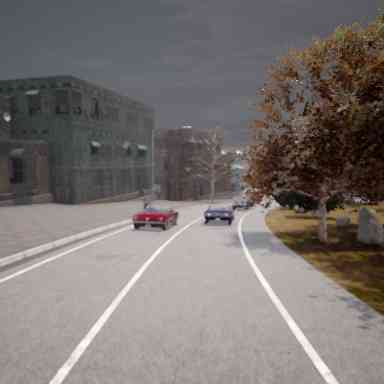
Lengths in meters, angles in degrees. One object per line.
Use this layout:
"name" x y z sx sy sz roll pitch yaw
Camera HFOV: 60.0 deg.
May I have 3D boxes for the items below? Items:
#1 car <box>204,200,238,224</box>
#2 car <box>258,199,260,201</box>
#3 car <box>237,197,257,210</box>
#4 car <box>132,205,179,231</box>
"car" 2.088 1.516 24.132 1.895 1.301 4.718 1 0 10
"car" 10.869 1.353 60.248 1.882 1.535 5.008 3 1 28
"car" 6.400 1.442 41.298 2.033 1.411 5.357 2 0 19
"car" -2.064 1.489 19.953 1.895 1.301 4.718 1 0 8
